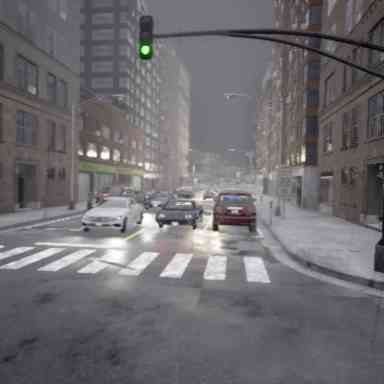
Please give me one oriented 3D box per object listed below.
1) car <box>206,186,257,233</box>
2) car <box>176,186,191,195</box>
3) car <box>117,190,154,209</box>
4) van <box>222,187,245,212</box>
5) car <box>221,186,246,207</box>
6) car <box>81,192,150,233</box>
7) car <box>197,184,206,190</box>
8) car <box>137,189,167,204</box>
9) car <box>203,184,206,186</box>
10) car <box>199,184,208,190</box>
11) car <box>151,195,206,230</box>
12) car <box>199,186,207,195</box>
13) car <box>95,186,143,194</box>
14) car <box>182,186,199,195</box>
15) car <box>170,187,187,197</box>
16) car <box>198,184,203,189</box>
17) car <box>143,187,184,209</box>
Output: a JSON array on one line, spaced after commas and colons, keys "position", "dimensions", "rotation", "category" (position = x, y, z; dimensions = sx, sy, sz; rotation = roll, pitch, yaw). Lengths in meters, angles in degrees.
[{"position": [2.083, 0.837, 16.314], "dimensions": [2.192, 1.841, 5.009], "rotation": [1, 2, 7], "category": "car"}, {"position": [-1.357, -0.236, 55.518], "dimensions": [1.887, 1.381, 4.507], "rotation": [1, 2, 7], "category": "car"}, {"position": [-4.662, 0.582, 28.211], "dimensions": [1.947, 1.339, 4.313], "rotation": [1, 2, 7], "category": "car"}, {"position": [3.391, 0.545, 27.240], "dimensions": [1.690, 1.788, 3.998], "rotation": [1, 2, 7], "category": "van"}, {"position": [4.046, 0.359, 32.702], "dimensions": [2.192, 1.841, 5.009], "rotation": [1, 2, 7], "category": "car"}, {"position": [-3.544, 0.957, 15.729], "dimensions": [1.812, 1.442, 4.674], "rotation": [1, 2, 5], "category": "car"}, {"position": [2.610, -1.297, 88.285], "dimensions": [1.967, 1.590, 4.097], "rotation": [1, 2, 7], "category": "car"}, {"position": [-4.000, 0.407, 33.672], "dimensions": [2.008, 1.369, 4.403], "rotation": [1, 2, 7], "category": "car"}, {"position": [1.949, -1.138, 82.823], "dimensions": [1.967, 1.590, 4.097], "rotation": [1, 2, 7], "category": "car"}, {"position": [3.271, -1.456, 93.747], "dimensions": [1.967, 1.590, 4.097], "rotation": [1, 2, 7], "category": "car"}, {"position": [-0.464, 1.053, 16.972], "dimensions": [1.895, 1.301, 4.718], "rotation": [1, 2, 7], "category": "car"}, {"position": [2.431, 0.299, 40.972], "dimensions": [2.033, 1.411, 5.357], "rotation": [1, 2, 7], "category": "car"}, {"position": [-5.318, 0.490, 22.742], "dimensions": [2.192, 1.841, 5.009], "rotation": [1, 2, 7], "category": "car"}, {"position": [-0.703, 0.337, 39.489], "dimensions": [1.895, 1.301, 4.718], "rotation": [1, 2, 7], "category": "car"}, {"position": [-2.018, -0.077, 50.057], "dimensions": [1.887, 1.381, 4.507], "rotation": [1, 2, 7], "category": "car"}, {"position": [0.625, -0.677, 71.904], "dimensions": [1.802, 1.307, 4.206], "rotation": [1, 2, 7], "category": "car"}, {"position": [-2.306, 0.616, 26.250], "dimensions": [2.128, 1.511, 4.902], "rotation": [1, 2, 7], "category": "car"}]
